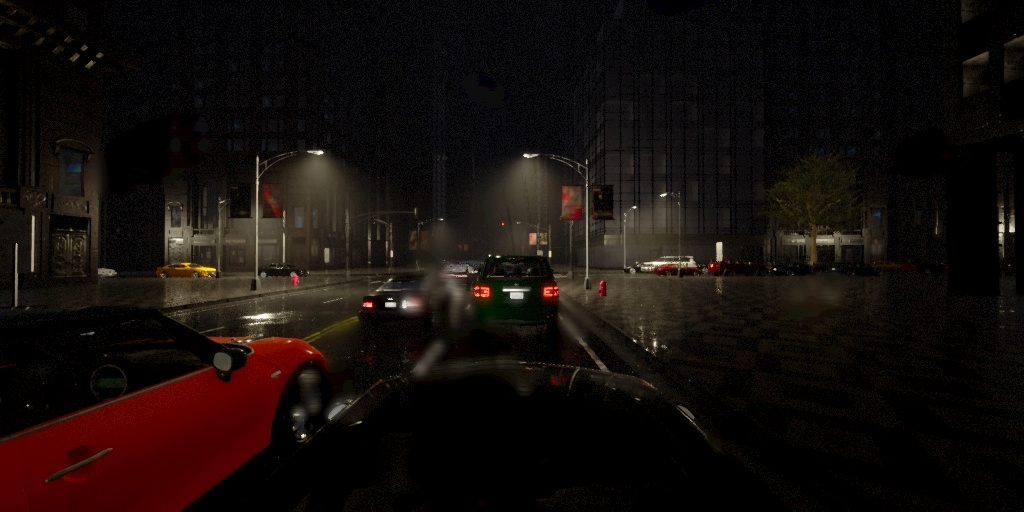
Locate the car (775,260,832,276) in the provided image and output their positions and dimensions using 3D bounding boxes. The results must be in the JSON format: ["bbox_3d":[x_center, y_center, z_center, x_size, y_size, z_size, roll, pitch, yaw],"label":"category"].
[{"bbox_3d":[26.639,1.276,33.515,4.313,1.339,1.948,0,0,-1],"label":"car"}]

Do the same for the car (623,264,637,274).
[{"bbox_3d":[15.245,1.413,41.881,4.313,1.339,1.948,0,0,-1],"label":"car"}]

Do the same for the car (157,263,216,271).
[{"bbox_3d":[-32.079,1.448,35.465,5.008,1.535,1.882,0,-1,0],"label":"car"}]

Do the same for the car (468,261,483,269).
[{"bbox_3d":[-6.465,1.599,64.056,2.033,1.411,5.357,0,0,1],"label":"car"}]

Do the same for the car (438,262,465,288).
[{"bbox_3d":[-3.126,1.280,21.474,2.128,1.511,4.902,0,0,0],"label":"car"}]

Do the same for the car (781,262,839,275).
[{"bbox_3d":[32.647,1.363,39.367,4.718,1.301,1.895,0,-1,-1],"label":"car"}]

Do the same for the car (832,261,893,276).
[{"bbox_3d":[32.276,1.260,33.594,4.313,1.339,1.948,0,0,-1],"label":"car"}]

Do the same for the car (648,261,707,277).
[{"bbox_3d":[15.363,1.327,33.357,4.207,1.307,1.802,0,0,-1],"label":"car"}]

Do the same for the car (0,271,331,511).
[{"bbox_3d":[-3.147,1.102,2.326,2.097,1.767,4.553,0,0,0],"label":"car"}]

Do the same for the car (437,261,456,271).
[{"bbox_3d":[-9.761,1.484,53.874,1.837,1.490,4.892,0,0,1],"label":"car"}]

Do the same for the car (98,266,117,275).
[{"bbox_3d":[-42.078,1.542,35.491,4.674,1.442,1.812,0,-1,0],"label":"car"}]

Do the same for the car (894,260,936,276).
[{"bbox_3d":[42.563,1.179,36.369,5.008,1.535,1.882,0,-1,0],"label":"car"}]

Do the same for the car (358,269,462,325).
[{"bbox_3d":[-3.122,1.307,11.737,2.033,1.411,5.357,0,0,0],"label":"car"}]

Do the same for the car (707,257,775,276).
[{"bbox_3d":[21.001,1.041,33.436,5.009,1.841,2.192,0,0,-1],"label":"car"}]

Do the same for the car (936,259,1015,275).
[{"bbox_3d":[43.552,1.214,33.753,4.507,1.381,1.888,0,0,-1],"label":"car"}]

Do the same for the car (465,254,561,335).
[{"bbox_3d":[0.113,0.979,10.654,2.150,2.045,5.566,0,0,0],"label":"car"}]

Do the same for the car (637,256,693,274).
[{"bbox_3d":[17.106,1.031,39.161,5.566,2.045,2.150,0,-1,-1],"label":"car"}]

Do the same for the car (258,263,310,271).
[{"bbox_3d":[-22.563,1.432,35.440,4.892,1.490,1.837,0,-1,0],"label":"car"}]

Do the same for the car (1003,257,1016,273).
[{"bbox_3d":[49.191,0.973,33.832,5.009,1.841,2.192,0,0,-1],"label":"car"}]
